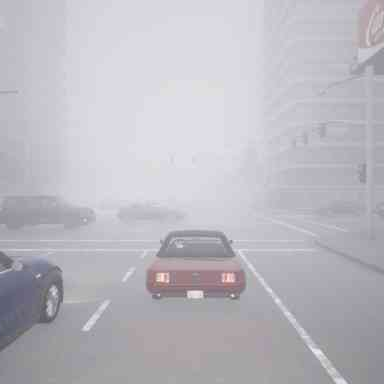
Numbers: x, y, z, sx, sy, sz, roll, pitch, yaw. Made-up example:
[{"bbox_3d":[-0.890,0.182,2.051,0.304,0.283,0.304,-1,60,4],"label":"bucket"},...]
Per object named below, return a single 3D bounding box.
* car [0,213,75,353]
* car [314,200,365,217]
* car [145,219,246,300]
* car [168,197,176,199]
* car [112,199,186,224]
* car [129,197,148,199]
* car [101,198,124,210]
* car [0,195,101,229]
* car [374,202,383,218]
[{"bbox_3d":[-3.434,1.352,4.329,2.097,1.767,4.553,0,0,1],"label":"car"},{"bbox_3d":[14.045,1.505,31.268,4.892,1.490,1.837,0,0,0],"label":"car"},{"bbox_3d":[0.106,1.601,8.353,1.895,1.301,4.718,0,0,1],"label":"car"},{"bbox_3d":[-3.294,1.562,54.950,1.994,1.385,4.181,0,0,0],"label":"car"},{"bbox_3d":[-2.920,1.491,24.012,4.902,1.511,2.128,0,0,0],"label":"car"},{"bbox_3d":[-6.962,1.492,46.451,2.128,1.511,4.902,0,0,1],"label":"car"},{"bbox_3d":[-10.488,1.505,42.838,1.837,1.490,4.892,0,0,0],"label":"car"},{"bbox_3d":[-8.837,1.223,20.492,5.566,2.045,2.150,0,0,0],"label":"car"},{"bbox_3d":[18.256,1.222,27.783,5.566,2.045,2.150,0,0,0],"label":"car"}]
